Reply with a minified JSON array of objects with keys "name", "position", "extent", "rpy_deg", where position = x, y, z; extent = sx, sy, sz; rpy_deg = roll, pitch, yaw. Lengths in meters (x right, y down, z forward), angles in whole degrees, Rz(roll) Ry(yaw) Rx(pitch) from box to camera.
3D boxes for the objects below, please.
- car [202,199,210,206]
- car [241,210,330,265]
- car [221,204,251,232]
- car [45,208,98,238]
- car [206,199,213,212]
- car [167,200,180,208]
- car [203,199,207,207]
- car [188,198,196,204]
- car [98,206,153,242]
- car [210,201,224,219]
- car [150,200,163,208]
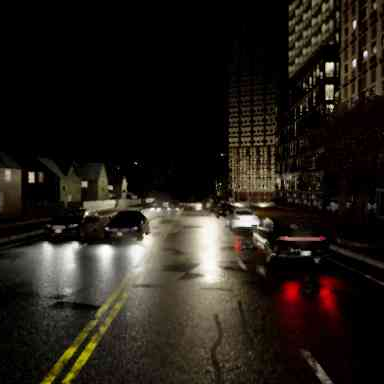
[{"name":"car","position":[3.236,2.400,77.067],"extent":[1.812,1.442,4.674],"rpy_deg":[0,-1,0]},{"name":"car","position":[3.347,1.621,12.189],"extent":[2.128,1.511,4.902],"rpy_deg":[0,-1,0]},{"name":"car","position":[3.245,1.760,22.050],"extent":[1.812,1.442,4.674],"rpy_deg":[0,-1,0]},{"name":"car","position":[-6.602,1.691,18.873],"extent":[2.128,1.511,4.902],"rpy_deg":[0,-1,0]},{"name":"car","position":[3.241,1.982,44.057],"extent":[1.837,1.490,4.892],"rpy_deg":[0,-1,0]},{"name":"car","position":[-3.301,2.170,60.027],"extent":[1.837,1.490,4.892],"rpy_deg":[0,-1,1]},{"name":"car","position":[3.239,2.066,55.251],"extent":[1.801,1.575,5.366],"rpy_deg":[0,-1,0]},{"name":"car","position":[-0.016,2.447,86.129],"extent":[2.128,1.511,4.902],"rpy_deg":[0,-1,0]},{"name":"car","position":[-3.352,1.714,17.764],"extent":[1.812,1.442,4.674],"rpy_deg":[0,-1,0]},{"name":"car","position":[3.243,1.901,33.054],"extent":[2.033,1.411,5.357],"rpy_deg":[0,-1,0]},{"name":"car","position":[-6.540,2.178,61.632],"extent":[2.128,1.511,4.902],"rpy_deg":[0,-1,1]}]
